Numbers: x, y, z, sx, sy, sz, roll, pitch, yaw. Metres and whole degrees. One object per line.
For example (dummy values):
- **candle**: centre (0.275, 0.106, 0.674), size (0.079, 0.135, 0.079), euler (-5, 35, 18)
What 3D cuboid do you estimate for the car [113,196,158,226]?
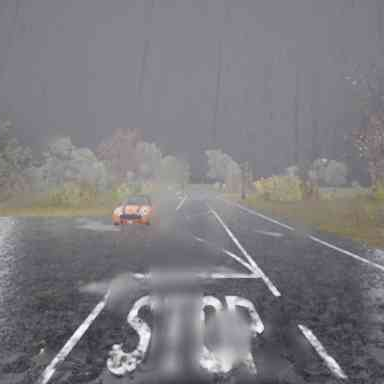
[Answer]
- **car**: centre (-3.359, 1.041, 20.435), size (2.097, 1.767, 4.553), euler (0, 1, 1)

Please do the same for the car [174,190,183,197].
- **car**: centre (-3.070, 0.341, 75.213), size (2.128, 1.511, 4.902), euler (0, 1, 0)
